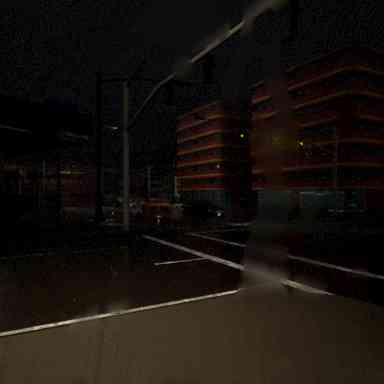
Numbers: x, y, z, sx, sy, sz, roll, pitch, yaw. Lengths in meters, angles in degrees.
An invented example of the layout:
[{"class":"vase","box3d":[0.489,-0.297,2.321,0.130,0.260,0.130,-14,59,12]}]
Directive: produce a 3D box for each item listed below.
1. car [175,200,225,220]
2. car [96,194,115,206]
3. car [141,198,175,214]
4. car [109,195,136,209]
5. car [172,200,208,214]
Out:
[{"class":"car","box3d":[0.879,1.491,28.045,2.128,1.511,4.902,0,0,-30]},{"class":"car","box3d":[-14.188,1.505,53.759,1.837,1.490,4.892,0,0,-30]},{"class":"car","box3d":[-3.988,1.478,36.323,1.882,1.535,5.008,0,0,-30]},{"class":"car","box3d":[-9.079,1.492,44.988,2.128,1.511,4.902,0,0,-30]},{"class":"car","box3d":[-0.270,1.601,37.296,1.895,1.301,4.718,0,0,-30]}]
